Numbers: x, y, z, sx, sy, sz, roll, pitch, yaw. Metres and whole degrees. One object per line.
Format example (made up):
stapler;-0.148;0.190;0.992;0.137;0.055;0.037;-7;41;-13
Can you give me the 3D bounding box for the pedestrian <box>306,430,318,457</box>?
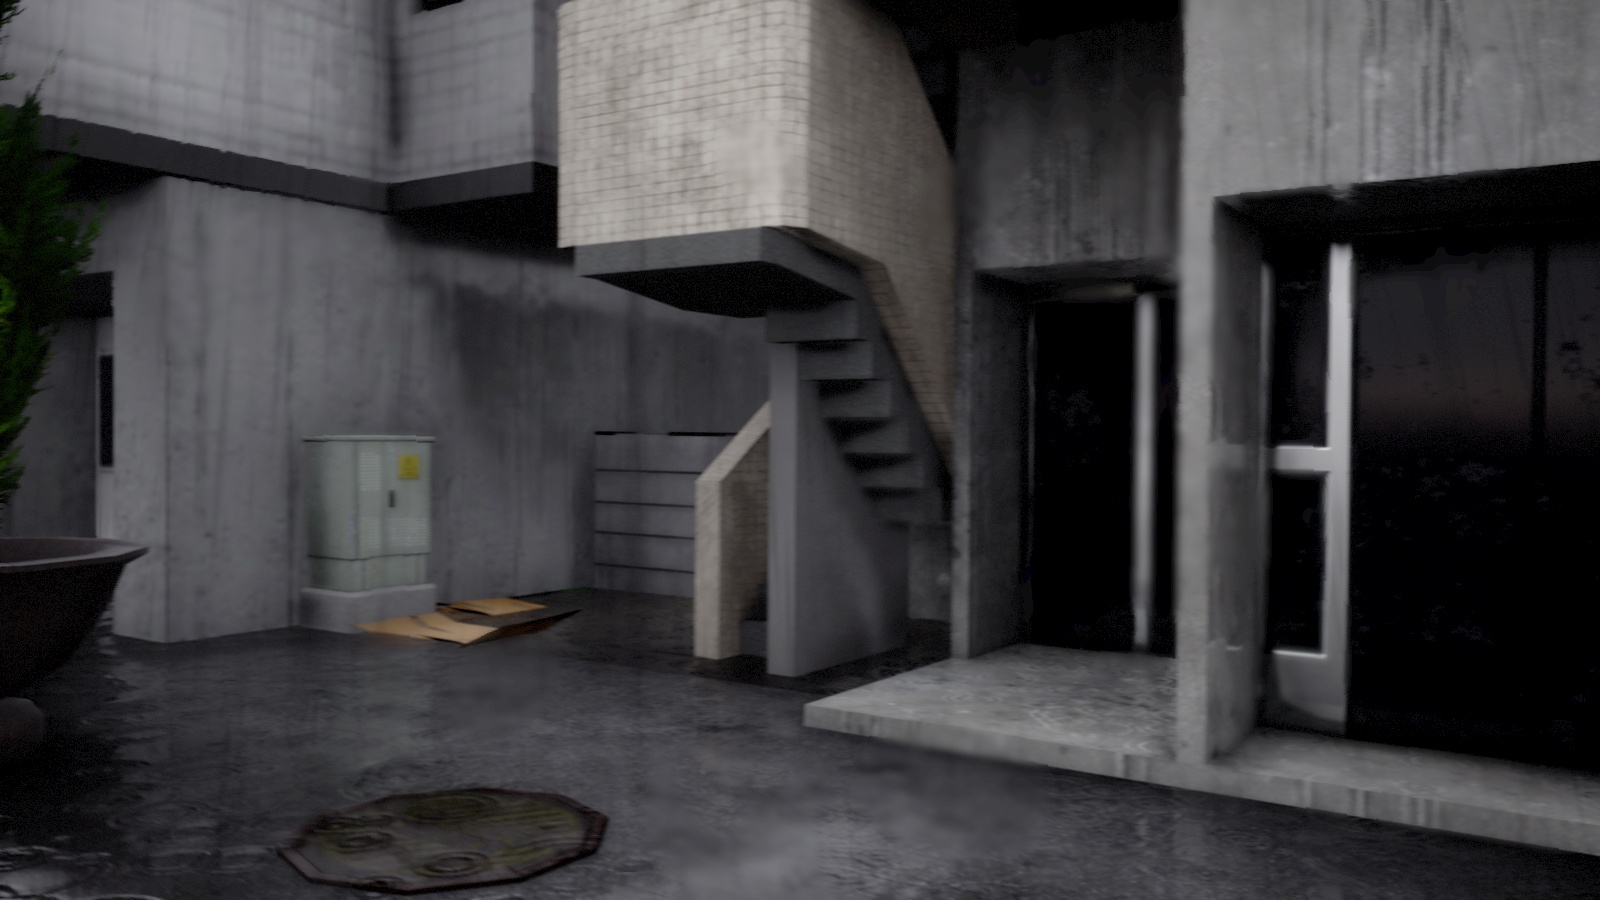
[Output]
pedestrian;-34.518;-0.460;88.863;0.354;1.836;0.706;0;1;34
